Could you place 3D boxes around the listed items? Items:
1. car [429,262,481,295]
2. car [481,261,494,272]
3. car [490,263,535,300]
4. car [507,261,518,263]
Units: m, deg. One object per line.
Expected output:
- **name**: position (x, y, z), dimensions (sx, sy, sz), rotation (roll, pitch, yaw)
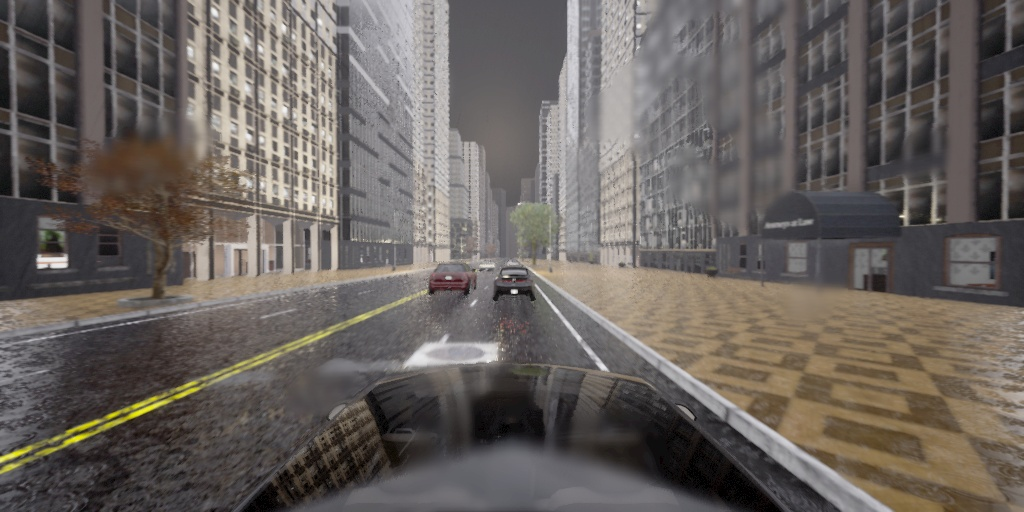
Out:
- **car**: position (-3.151, 1.109, 19.952), dimensions (2.097, 1.767, 4.553), rotation (0, 0, 0)
- **car**: position (-3.153, 1.370, 47.360), dimensions (1.895, 1.301, 4.718), rotation (0, 0, 0)
- **car**: position (0.098, 1.261, 17.690), dimensions (1.837, 1.490, 4.892), rotation (0, 0, 0)
- **car**: position (0.098, 1.314, 41.731), dimensions (2.033, 1.411, 5.357), rotation (0, 0, 0)
